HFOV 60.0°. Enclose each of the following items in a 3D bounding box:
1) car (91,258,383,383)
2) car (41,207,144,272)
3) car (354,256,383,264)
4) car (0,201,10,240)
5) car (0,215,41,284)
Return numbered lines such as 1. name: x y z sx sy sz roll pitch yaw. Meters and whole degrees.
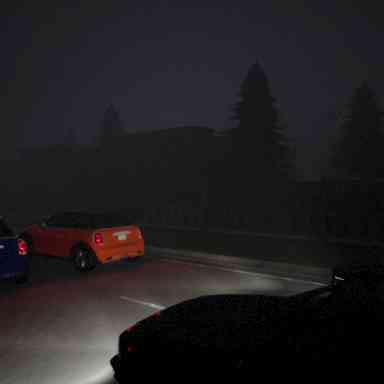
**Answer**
1. car: 1.728 1.547 2.762 5.357 1.411 2.033 0 0 36
2. car: -3.772 1.347 10.981 4.553 1.767 2.097 0 0 36
3. car: 4.722 1.478 4.925 5.008 1.535 1.882 0 0 36
4. car: -11.042 1.341 16.148 4.553 1.767 2.097 0 0 36
5. car: -6.102 1.346 8.345 4.553 1.767 2.097 0 0 36
